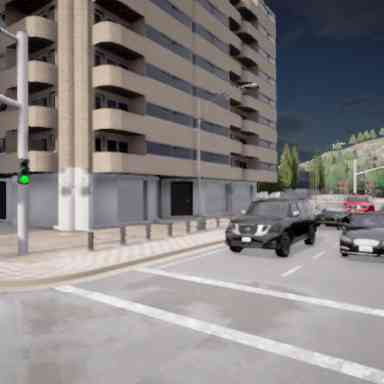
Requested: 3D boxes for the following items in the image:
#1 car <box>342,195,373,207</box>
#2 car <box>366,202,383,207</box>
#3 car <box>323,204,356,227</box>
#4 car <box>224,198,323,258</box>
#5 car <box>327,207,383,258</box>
[{"bbox_3d":[15.158,1.290,30.359,2.150,2.045,5.566,-1,0,35],"label":"car"},{"bbox_3d":[12.260,1.532,20.161,2.128,1.511,4.902,-1,0,35],"label":"car"},{"bbox_3d":[9.070,1.669,21.711,1.895,1.301,4.718,-1,0,35],"label":"car"},{"bbox_3d":[3.454,1.290,13.727,2.150,2.045,5.566,-1,0,35],"label":"car"},{"bbox_3d":[6.893,1.532,12.527,2.128,1.511,4.902,-1,0,35],"label":"car"}]
